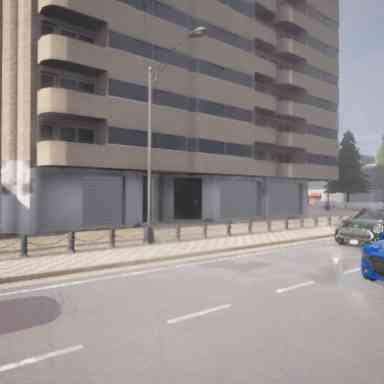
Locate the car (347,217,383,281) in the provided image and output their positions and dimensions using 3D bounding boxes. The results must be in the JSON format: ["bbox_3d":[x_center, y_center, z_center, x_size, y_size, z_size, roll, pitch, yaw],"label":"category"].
[{"bbox_3d":[6.481,1.550,9.046,5.008,1.535,1.882,1,0,-38],"label":"car"}]

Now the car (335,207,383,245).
[{"bbox_3d":[8.373,1.459,14.911,4.553,1.767,2.097,0,0,-37],"label":"car"}]
